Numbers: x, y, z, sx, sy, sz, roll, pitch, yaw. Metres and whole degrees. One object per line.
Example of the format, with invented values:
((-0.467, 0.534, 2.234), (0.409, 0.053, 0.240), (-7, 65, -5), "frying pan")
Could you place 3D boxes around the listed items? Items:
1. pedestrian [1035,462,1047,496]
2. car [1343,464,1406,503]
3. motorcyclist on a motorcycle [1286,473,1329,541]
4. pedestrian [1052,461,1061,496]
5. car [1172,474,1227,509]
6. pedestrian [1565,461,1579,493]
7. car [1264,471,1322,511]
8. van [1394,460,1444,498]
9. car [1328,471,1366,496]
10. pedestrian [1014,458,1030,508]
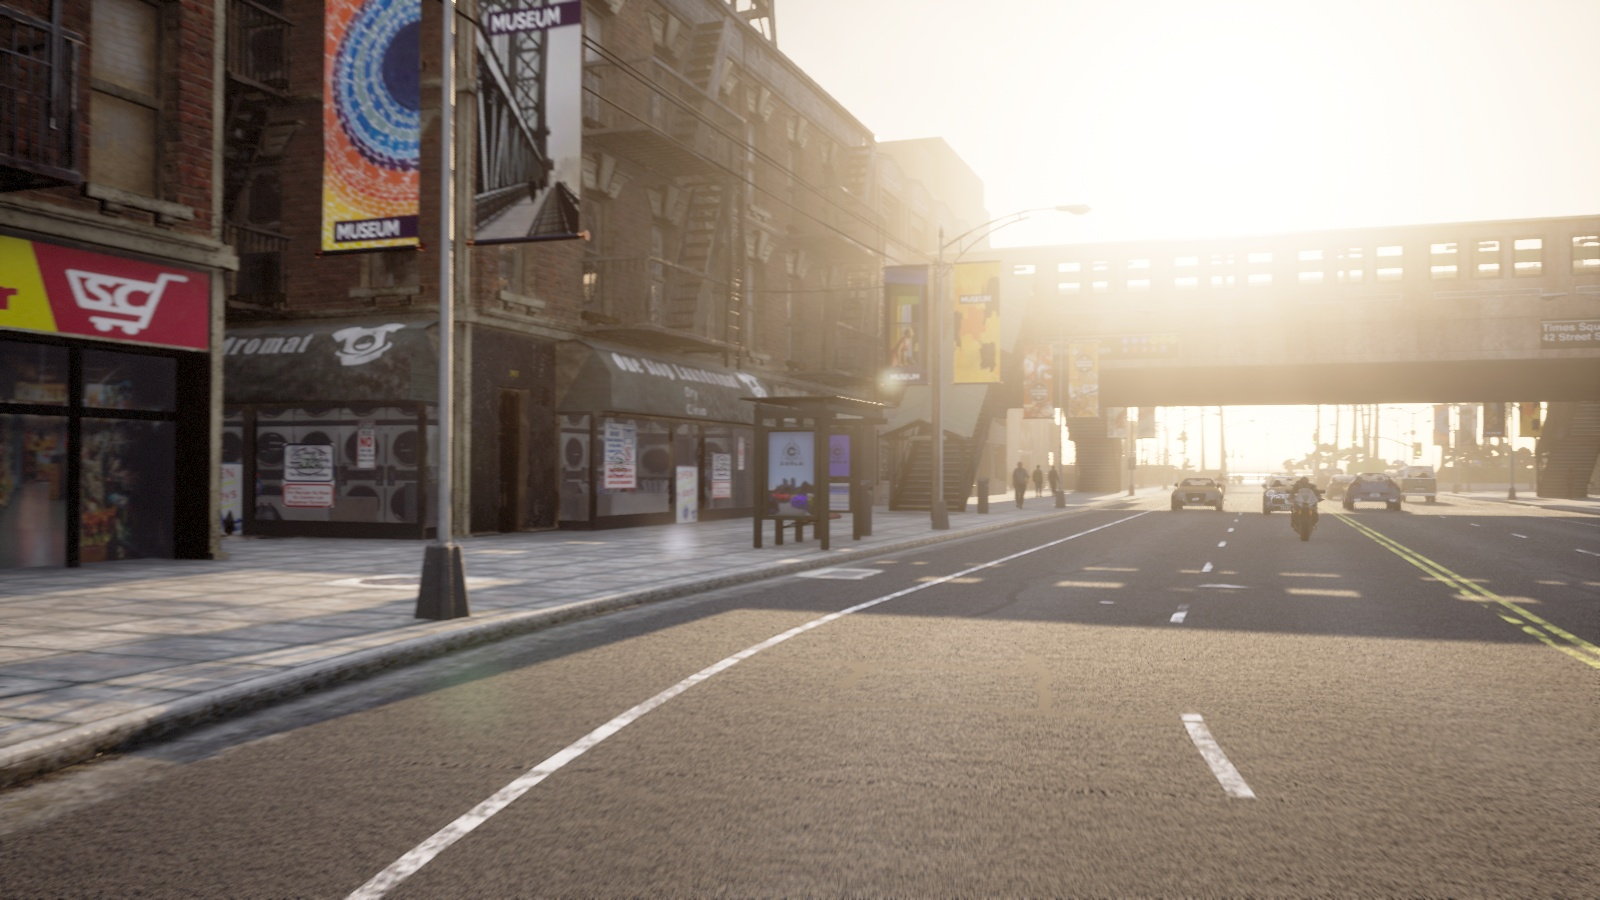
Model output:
((13.126, 1.578, 68.347), (0.431, 1.840, 0.709), (-1, -1, 26), "pedestrian")
((25.339, 1.449, 55.553), (2.152, 1.651, 5.027), (-1, -1, 20), "car")
((11.883, 1.308, 29.463), (0.866, 1.530, 2.191), (-1, -1, 20), "motorcyclist on a motorcycle")
((14.529, 1.620, 71.094), (0.423, 1.949, 0.788), (0, -1, 5), "pedestrian")
((16.832, 1.713, 52.772), (1.994, 1.385, 4.181), (-1, -1, 20), "car")
((43.684, 1.533, 71.030), (0.328, 1.805, 0.869), (0, -1, 8), "pedestrian")
((18.644, 1.523, 47.613), (1.970, 1.475, 3.806), (-1, -1, 20), "car")
((35.013, 1.626, 71.115), (2.069, 2.038, 4.480), (-1, -1, 21), "van")
((33.409, 2.008, 76.810), (1.837, 1.490, 4.892), (-1, -1, 20), "car")
((8.340, 1.237, 47.168), (0.540, 1.848, 0.694), (0, -1, 15), "pedestrian")
